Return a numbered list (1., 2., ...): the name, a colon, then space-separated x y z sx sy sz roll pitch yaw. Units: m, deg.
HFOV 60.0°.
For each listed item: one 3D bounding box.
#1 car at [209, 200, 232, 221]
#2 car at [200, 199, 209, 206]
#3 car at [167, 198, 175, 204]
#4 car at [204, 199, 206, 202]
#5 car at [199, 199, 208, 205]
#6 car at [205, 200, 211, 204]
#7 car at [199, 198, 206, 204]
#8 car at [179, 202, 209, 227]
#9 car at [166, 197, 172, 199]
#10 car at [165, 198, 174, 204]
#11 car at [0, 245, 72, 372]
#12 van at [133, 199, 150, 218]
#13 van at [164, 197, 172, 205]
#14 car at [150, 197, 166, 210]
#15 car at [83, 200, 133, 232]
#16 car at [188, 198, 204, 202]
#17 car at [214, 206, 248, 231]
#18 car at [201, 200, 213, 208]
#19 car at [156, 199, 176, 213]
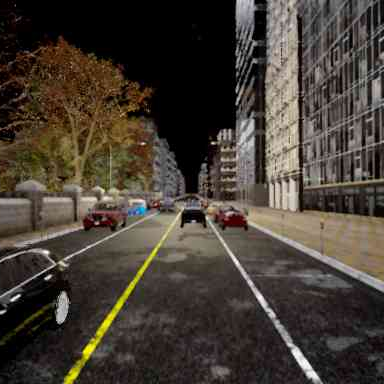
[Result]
1. car: 2.706 1.736 27.942 1.967 1.590 4.097 1 -1 0
2. car: 2.718 2.269 72.880 1.887 1.381 4.507 1 -1 0
3. car: -5.657 2.394 89.579 1.752 1.417 4.829 1 0 0
4. car: 2.712 1.960 50.411 1.967 1.590 4.097 1 -1 0
5. car: 2.720 2.318 78.496 1.887 1.381 4.507 1 0 0
6. car: 2.708 1.936 39.346 1.752 1.417 4.829 1 -1 0
7. car: 2.723 2.398 89.900 1.752 1.417 4.829 1 0 0
8. car: 0.106 1.775 25.286 1.837 1.490 4.892 0 0 0
9. car: -5.662 2.247 72.739 1.752 1.417 4.829 1 -1 0
10. car: -5.658 2.262 84.136 1.967 1.590 4.097 1 0 0
11. car: -3.100 1.553 4.263 1.837 1.490 4.892 0 -1 0
12. van: -5.672 1.694 33.614 1.690 1.788 3.998 1 -1 0
13. van: -5.658 2.114 78.523 1.690 1.788 3.998 1 -1 0
14. car: -5.666 1.834 50.456 2.192 1.841 5.009 1 -1 0
15. car: -5.675 1.554 22.388 2.192 1.841 5.009 1 -1 0
16. car: 0.110 1.787 41.686 2.097 1.767 4.553 0 0 0
17. car: 2.702 1.821 22.323 1.802 1.307 4.206 1 -1 0
18. car: 2.714 2.169 61.645 1.887 1.381 4.507 1 -1 0
19. car: -3.083 2.000 43.615 2.033 1.411 5.357 0 -1 0
